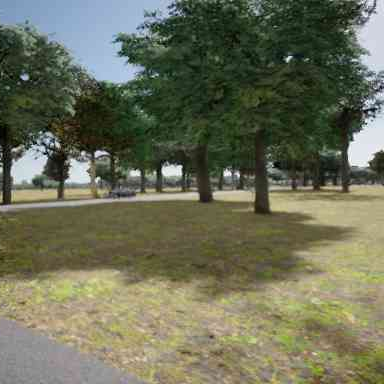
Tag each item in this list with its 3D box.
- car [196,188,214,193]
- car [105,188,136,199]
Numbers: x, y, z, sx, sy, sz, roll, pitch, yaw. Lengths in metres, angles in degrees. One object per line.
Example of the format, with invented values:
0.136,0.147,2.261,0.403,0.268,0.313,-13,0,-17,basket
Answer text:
2.482,-0.452,64.056,1.994,1.385,4.181,-1,1,38,car
-10.247,0.231,47.694,2.128,1.511,4.902,-1,2,38,car
